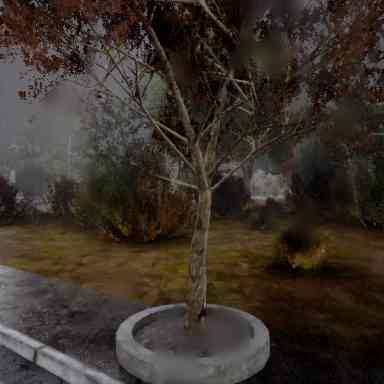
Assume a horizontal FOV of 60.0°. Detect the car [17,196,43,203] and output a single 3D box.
[{"bbox_3d":[-22.035,1.217,44.858,2.033,1.411,5.357,1,0,32],"label":"car"}]
